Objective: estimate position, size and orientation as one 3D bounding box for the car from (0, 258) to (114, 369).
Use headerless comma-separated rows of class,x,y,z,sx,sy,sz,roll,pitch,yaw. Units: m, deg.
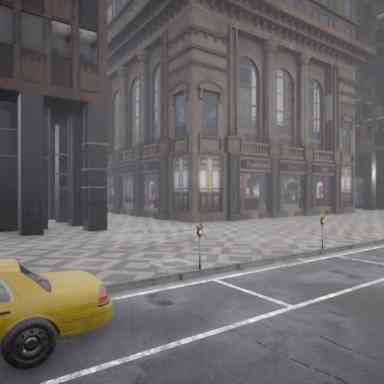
car,-3.474,1.525,4.179,4.829,1.417,1.752,0,0,-35
